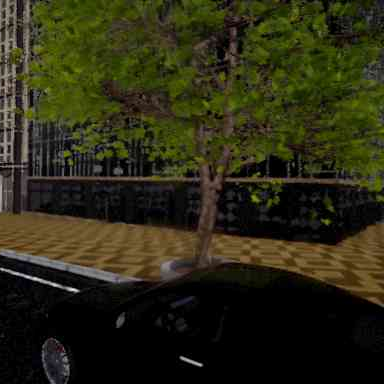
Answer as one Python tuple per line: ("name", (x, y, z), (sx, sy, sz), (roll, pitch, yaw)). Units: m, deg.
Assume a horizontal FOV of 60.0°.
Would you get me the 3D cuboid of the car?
("car", (0.273, 1.513, 3.491), (4.674, 1.442, 1.812), (1, 0, 36))
